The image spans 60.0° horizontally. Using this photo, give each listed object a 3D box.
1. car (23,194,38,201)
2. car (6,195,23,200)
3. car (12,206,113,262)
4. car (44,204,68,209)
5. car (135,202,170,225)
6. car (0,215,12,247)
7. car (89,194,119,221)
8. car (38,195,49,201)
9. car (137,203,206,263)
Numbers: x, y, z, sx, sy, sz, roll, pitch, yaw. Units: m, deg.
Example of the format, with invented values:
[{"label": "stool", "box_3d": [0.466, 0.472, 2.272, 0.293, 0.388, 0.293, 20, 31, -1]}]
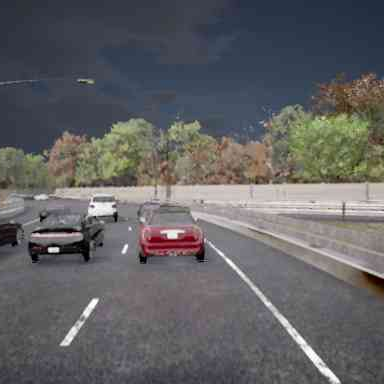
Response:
[{"label": "car", "box_3d": [-40.638, 1.241, 81.640, 4.553, 1.767, 2.097, 0, 0, 40]}, {"label": "car", "box_3d": [-42.974, 1.426, 79.033, 4.902, 1.511, 2.128, 0, 0, 40]}, {"label": "car", "box_3d": [-4.333, 1.487, 12.115, 2.128, 1.511, 4.902, 0, 0, -7]}, {"label": "car", "box_3d": [-10.528, 1.600, 26.056, 1.895, 1.301, 4.718, 0, 0, -14]}, {"label": "car", "box_3d": [-3.105, 1.519, 25.153, 2.033, 1.411, 5.357, 0, 0, -13]}, {"label": "car", "box_3d": [-7.867, 1.502, 12.239, 2.128, 1.511, 4.902, 0, 0, -7]}, {"label": "car", "box_3d": [-7.168, 1.208, 27.062, 2.150, 2.045, 5.566, 0, 0, -14]}, {"label": "car", "box_3d": [-37.916, 1.410, 83.983, 4.674, 1.442, 1.812, 0, 0, 40]}, {"label": "car", "box_3d": [-0.831, 1.336, 12.202, 2.097, 1.767, 4.553, 0, 0, -7]}]
